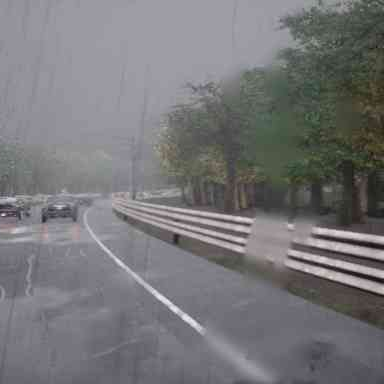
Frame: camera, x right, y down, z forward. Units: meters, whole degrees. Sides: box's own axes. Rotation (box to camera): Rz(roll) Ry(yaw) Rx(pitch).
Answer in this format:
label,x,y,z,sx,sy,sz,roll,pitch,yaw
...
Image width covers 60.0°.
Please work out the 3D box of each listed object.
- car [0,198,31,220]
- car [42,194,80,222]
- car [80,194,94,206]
label,x,y,z,sx,sy,sz,roll,pitch,yaw
car,-13.071,1.209,24.190,1.837,1.490,4.892,-2,1,-17
car,-8.977,0.996,22.800,2.097,1.767,4.553,-1,1,-19
car,-13.420,0.982,41.296,1.882,1.535,5.008,-1,0,-10
